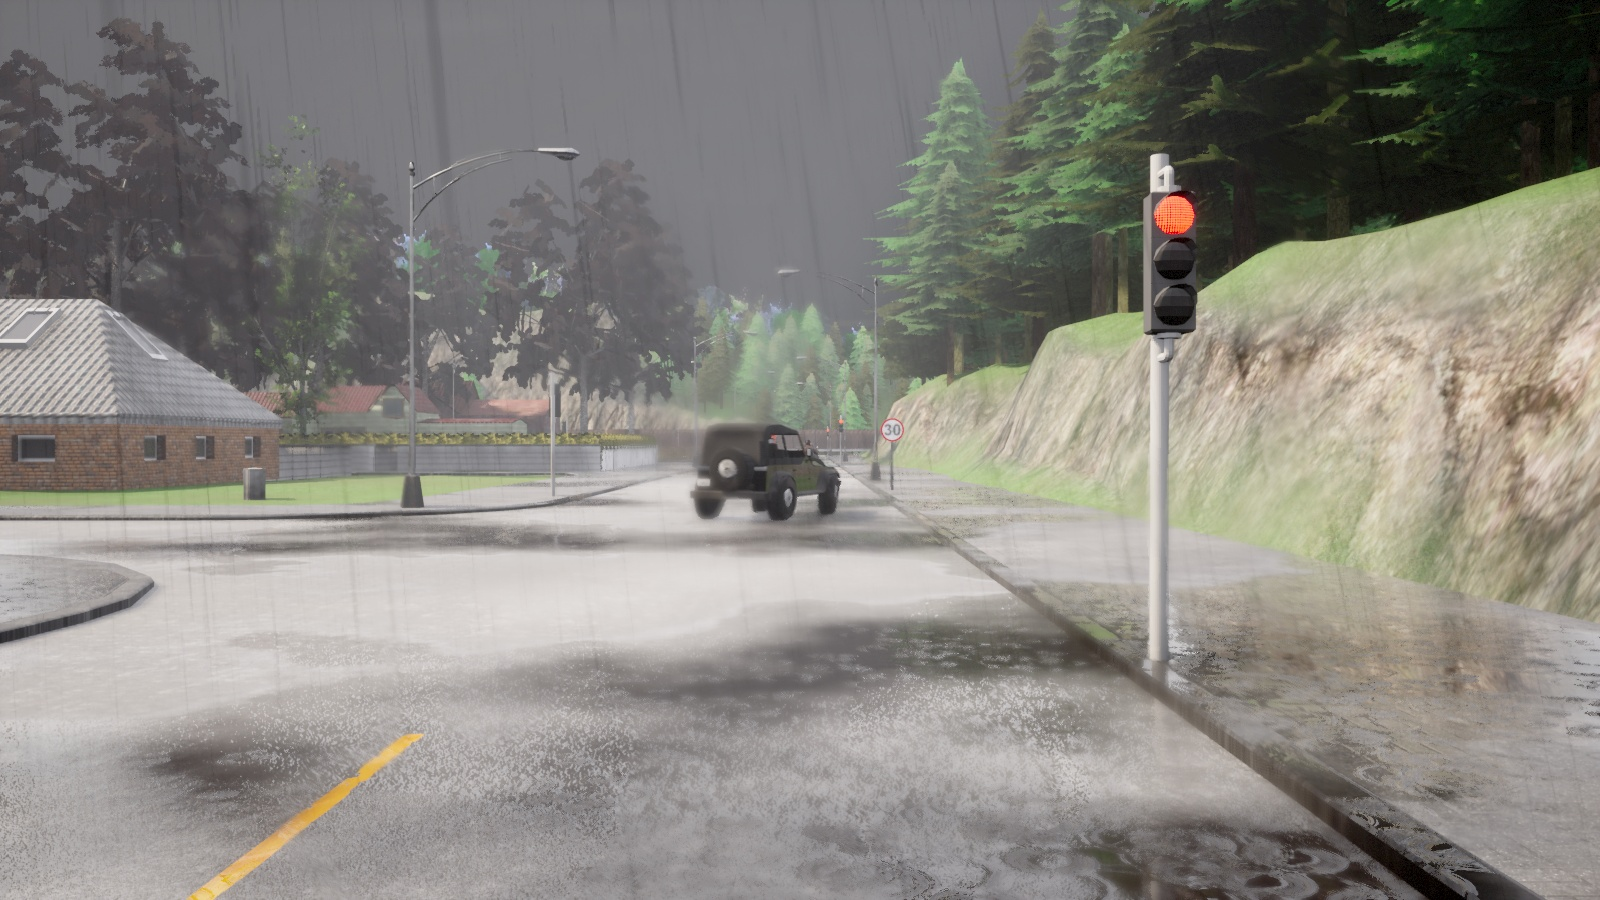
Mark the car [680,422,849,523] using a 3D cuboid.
[{"bbox_3d":[-0.627,0.399,25.312,1.905,1.878,3.866,0,0,24],"label":"car"}]
